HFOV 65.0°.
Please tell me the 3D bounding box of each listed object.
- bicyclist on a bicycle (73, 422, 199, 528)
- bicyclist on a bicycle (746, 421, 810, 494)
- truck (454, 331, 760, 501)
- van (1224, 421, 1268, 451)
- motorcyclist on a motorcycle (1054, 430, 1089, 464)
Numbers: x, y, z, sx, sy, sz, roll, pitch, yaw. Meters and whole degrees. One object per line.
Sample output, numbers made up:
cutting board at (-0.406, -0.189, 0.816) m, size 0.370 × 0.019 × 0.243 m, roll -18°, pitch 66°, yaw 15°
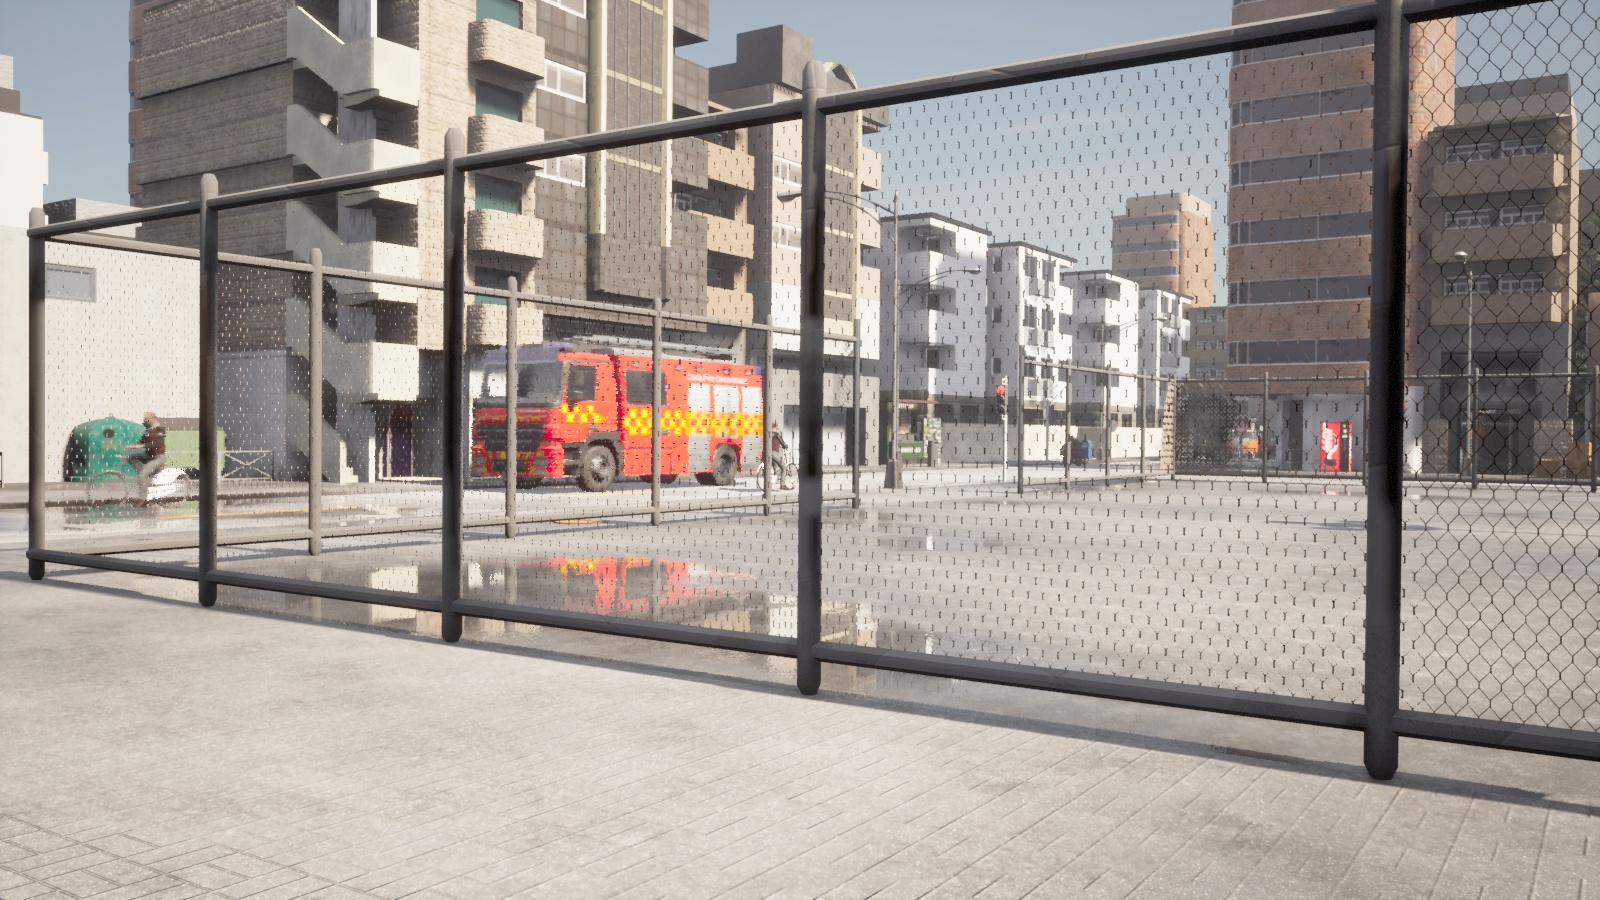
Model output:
bicyclist on a bicycle at (-11.656, 0.406, 22.087) m, size 0.659 × 1.776 × 1.843 m, roll 0°, pitch 1°, yaw 34°
bicyclist on a bicycle at (-0.528, 0.175, 31.639) m, size 0.659 × 1.776 × 1.843 m, roll 0°, pitch 1°, yaw 34°
truck at (-4.672, -0.836, 32.633) m, size 2.891 × 3.827 × 8.468 m, roll 0°, pitch 1°, yaw 33°
van at (30.279, -0.954, 85.245) m, size 1.775 × 1.987 × 4.442 m, roll 0°, pitch 1°, yaw 34°
motorcyclist on a motorcycle at (12.718, -0.152, 58.814) m, size 0.866 × 1.530 × 2.191 m, roll 0°, pitch 1°, yaw 33°
